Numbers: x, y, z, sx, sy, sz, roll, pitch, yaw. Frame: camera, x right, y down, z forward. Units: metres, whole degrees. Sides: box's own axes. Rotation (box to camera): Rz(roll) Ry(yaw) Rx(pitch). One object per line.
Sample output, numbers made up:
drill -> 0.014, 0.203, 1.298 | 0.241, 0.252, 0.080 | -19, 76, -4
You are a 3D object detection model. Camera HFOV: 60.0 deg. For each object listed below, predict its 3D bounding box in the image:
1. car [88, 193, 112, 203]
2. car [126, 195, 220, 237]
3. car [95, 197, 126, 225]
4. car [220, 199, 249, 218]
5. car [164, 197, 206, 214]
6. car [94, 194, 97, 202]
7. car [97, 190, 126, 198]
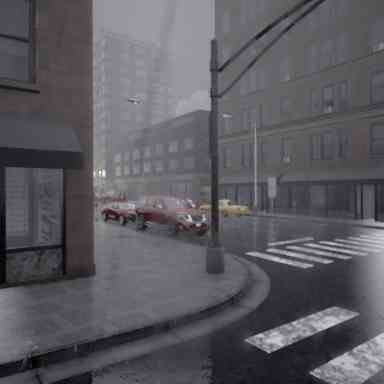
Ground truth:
car -> -13.550, 0.875, 48.716 | 2.008, 1.369, 4.403 | 0, 0, -36
car -> -1.175, 1.134, 17.078 | 2.192, 1.841, 5.009 | 1, 0, -36
car -> -4.393, 1.284, 21.520 | 1.887, 1.381, 4.507 | 1, 0, -36
car -> 2.419, 1.214, 26.648 | 1.752, 1.417, 4.829 | 1, 0, -36
car -> -0.696, 1.195, 30.951 | 1.802, 1.307, 4.206 | 1, 0, -36
car -> -14.228, 0.875, 45.173 | 1.837, 1.490, 4.892 | 0, 1, -35
car -> -10.333, 0.709, 44.274 | 2.192, 1.841, 5.009 | 0, 0, -36
